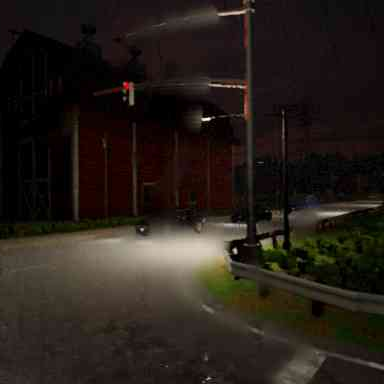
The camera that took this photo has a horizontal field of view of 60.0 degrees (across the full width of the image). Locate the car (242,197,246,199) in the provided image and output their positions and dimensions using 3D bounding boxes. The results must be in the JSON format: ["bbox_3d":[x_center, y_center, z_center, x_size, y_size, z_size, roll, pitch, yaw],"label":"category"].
[{"bbox_3d":[14.423,2.054,88.018,1.784,1.438,3.905,-1,-1,36],"label":"car"}]

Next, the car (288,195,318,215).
[{"bbox_3d":[12.183,1.394,36.866,2.150,2.045,5.566,-1,0,37],"label":"car"}]

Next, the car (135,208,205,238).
[{"bbox_3d":[-1.113,1.683,18.974,1.837,1.490,4.892,-1,0,37],"label":"car"}]

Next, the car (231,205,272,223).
[{"bbox_3d":[4.844,1.741,26.982,1.994,1.385,4.181,-1,-1,37],"label":"car"}]
